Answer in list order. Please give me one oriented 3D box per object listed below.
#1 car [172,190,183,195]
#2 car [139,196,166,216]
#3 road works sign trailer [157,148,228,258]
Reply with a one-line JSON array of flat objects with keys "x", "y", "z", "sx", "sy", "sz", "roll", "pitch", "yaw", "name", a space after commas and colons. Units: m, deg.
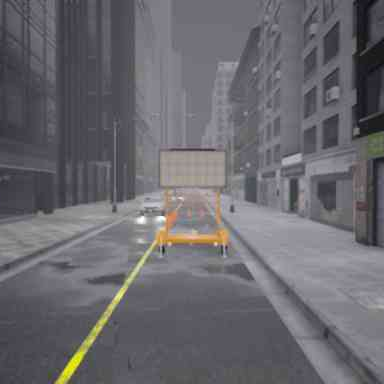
[{"x": -2.870, "y": 0.281, "z": 67.325, "sx": 1.812, "sy": 1.442, "sz": 4.674, "roll": 0, "pitch": 1, "yaw": 1, "name": "car"}, {"x": -3.040, "y": 1.046, "z": 26.652, "sx": 1.812, "sy": 1.442, "sz": 4.674, "roll": 0, "pitch": 1, "yaw": 0, "name": "car"}, {"x": 0.026, "y": 0.251, "z": 11.820, "sx": 2.380, "sy": 3.560, "sz": 2.880, "roll": 0, "pitch": 1, "yaw": 0, "name": "road works sign trailer"}]
